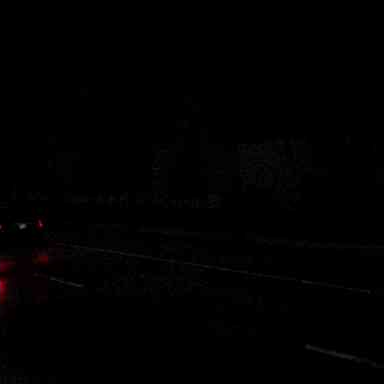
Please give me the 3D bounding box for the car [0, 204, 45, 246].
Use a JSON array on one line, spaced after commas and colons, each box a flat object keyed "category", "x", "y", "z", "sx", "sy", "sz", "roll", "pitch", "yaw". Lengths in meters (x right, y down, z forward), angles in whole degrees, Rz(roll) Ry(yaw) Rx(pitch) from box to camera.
[{"category": "car", "x": -8.273, "y": 1.363, "z": 14.069, "sx": 4.553, "sy": 1.767, "sz": 2.097, "roll": 0, "pitch": 0, "yaw": 36}]
